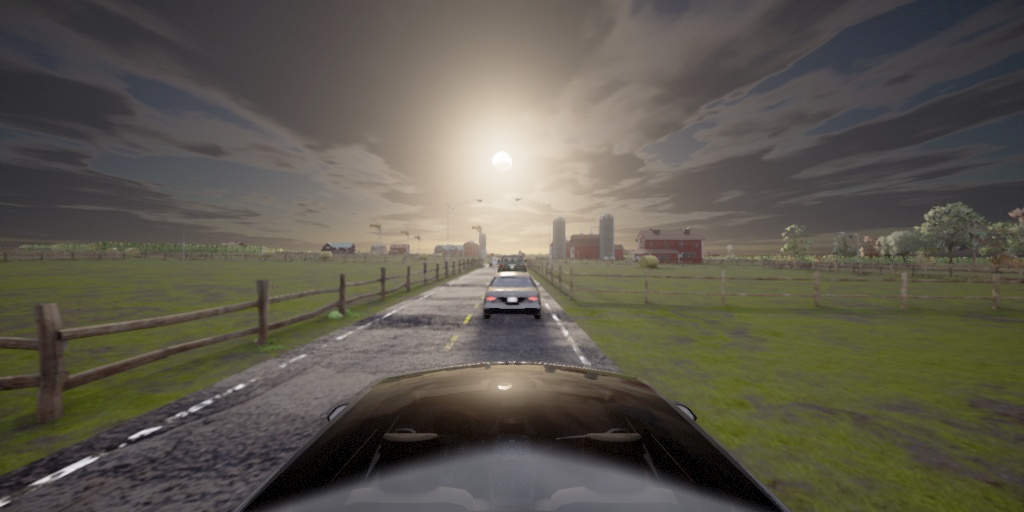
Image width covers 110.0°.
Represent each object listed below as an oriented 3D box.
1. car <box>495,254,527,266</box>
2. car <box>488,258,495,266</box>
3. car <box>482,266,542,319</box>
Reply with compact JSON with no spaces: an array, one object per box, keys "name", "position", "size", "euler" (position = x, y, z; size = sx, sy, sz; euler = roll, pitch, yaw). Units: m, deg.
[{"name":"car","position":[0.029,0.866,28.599],"size":[2.150,2.045,5.566],"euler":[0,1,0]},{"name":"car","position":[-2.805,1.015,59.513],"size":[2.128,1.511,4.902],"euler":[0,0,0]},{"name":"car","position":[0.022,1.254,12.507],"size":[2.033,1.411,5.357],"euler":[0,0,0]}]
